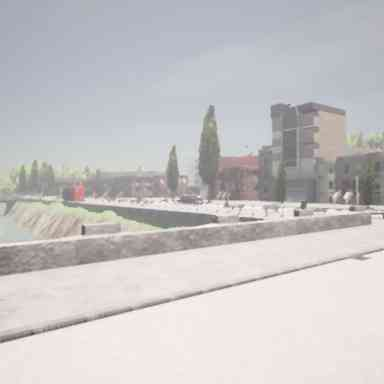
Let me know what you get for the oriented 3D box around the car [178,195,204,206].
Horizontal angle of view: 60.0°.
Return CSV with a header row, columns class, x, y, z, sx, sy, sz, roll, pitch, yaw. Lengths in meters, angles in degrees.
class,x,y,z,sx,sy,sz,roll,pitch,yaw
car,-0.155,1.229,49.772,1.837,1.490,4.892,-1,0,-36
